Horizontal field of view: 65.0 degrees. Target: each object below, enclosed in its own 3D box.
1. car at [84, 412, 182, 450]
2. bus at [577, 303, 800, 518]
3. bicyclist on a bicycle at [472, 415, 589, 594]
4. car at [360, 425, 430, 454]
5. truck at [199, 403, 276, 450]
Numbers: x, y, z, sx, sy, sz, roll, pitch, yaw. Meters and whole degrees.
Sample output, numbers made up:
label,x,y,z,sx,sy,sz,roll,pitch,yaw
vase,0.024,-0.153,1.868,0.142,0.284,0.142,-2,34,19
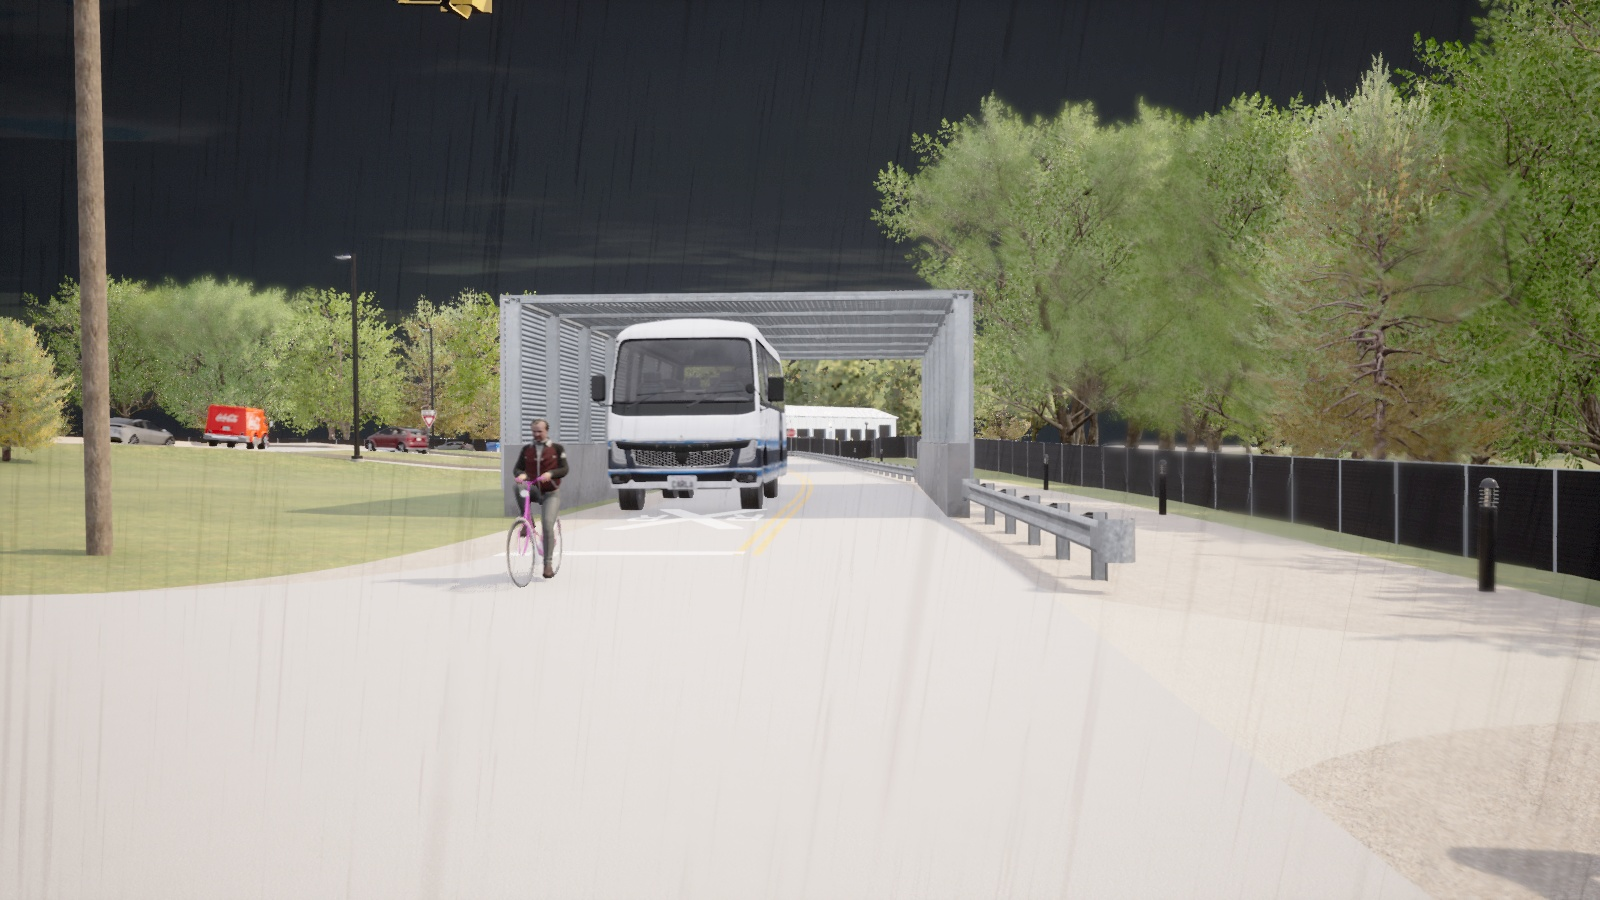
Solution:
label,x,y,z,sx,sy,sz,roll,pitch,yaw
car,-33.219,-0.899,62.680,2.007,1.525,4.514,7,-1,6
bus,-2.229,-0.821,30.213,3.944,4.253,10.273,0,0,3
bicyclist on a bicycle,-2.830,0.541,13.398,0.659,1.776,1.843,-1,0,6
car,-23.333,-0.587,72.349,3.705,1.549,1.789,2,1,29
truck,-33.813,-1.368,75.691,2.627,2.467,5.204,4,-2,-7
